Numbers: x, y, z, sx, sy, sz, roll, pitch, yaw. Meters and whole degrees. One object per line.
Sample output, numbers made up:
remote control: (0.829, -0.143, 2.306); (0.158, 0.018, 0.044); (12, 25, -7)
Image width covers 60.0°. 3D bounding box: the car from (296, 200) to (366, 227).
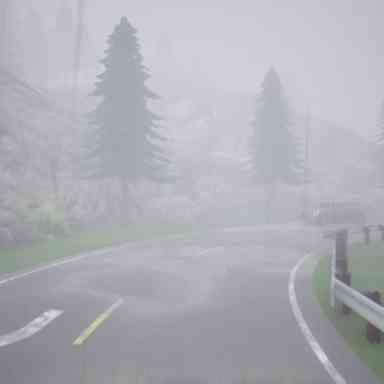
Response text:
car: (9.354, 1.366, 22.455); (4.553, 1.767, 2.097); (0, 0, -19)
